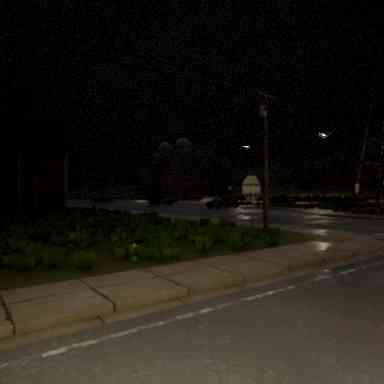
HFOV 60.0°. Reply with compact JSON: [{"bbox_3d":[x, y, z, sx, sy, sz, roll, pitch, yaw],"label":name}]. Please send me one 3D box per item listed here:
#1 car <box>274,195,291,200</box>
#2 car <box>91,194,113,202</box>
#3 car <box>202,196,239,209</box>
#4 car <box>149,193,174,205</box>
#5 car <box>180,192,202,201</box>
[{"bbox_3d":[13.369,1.145,48.794,3.905,1.438,1.784,-1,0,-36],"label":"car"},{"bbox_3d":[-19.026,1.239,70.310,4.611,1.667,2.242,-1,0,-36],"label":"car"},{"bbox_3d":[3.692,1.254,40.233,4.193,1.474,1.816,-1,0,-36],"label":"car"},{"bbox_3d":[-4.731,1.069,50.776,3.866,1.878,1.905,-1,0,-36],"label":"car"},{"bbox_3d":[-0.055,0.940,66.827,4.605,1.855,1.932,-1,0,-36],"label":"car"}]
